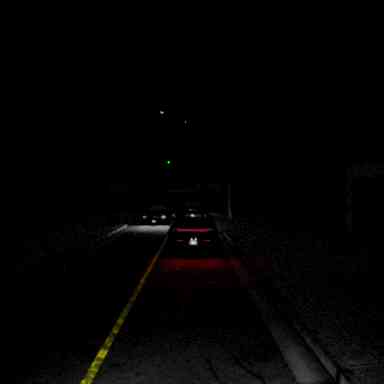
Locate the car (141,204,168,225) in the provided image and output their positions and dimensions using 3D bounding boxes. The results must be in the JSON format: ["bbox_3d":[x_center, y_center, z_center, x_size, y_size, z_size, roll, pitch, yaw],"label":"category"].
[{"bbox_3d":[-2.557,1.600,25.103,2.033,1.411,5.357,0,0,1],"label":"car"}]

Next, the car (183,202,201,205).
[{"bbox_3d":[-0.014,1.562,27.583,1.837,1.490,4.892,0,0,-2],"label":"car"}]

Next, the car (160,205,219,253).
[{"bbox_3d":[0.062,1.521,13.777,2.128,1.511,4.902,0,0,0],"label":"car"}]
